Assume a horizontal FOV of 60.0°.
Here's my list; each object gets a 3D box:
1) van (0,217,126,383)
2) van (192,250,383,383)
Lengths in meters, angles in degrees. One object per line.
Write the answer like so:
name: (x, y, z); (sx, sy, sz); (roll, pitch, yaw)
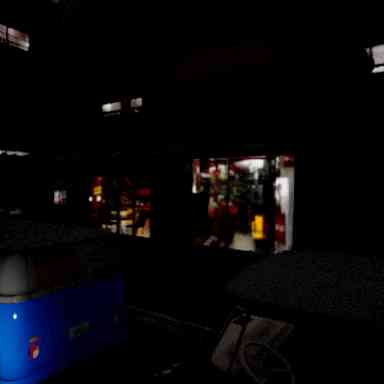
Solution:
van: (-2.779, 1.301, 4.815); (3.998, 1.788, 1.690); (1, 1, 35)
van: (1.799, 1.343, 1.586); (3.998, 1.788, 1.690); (1, 1, 35)
